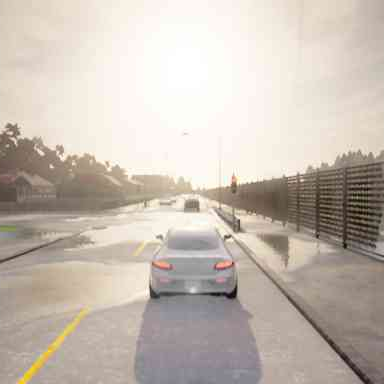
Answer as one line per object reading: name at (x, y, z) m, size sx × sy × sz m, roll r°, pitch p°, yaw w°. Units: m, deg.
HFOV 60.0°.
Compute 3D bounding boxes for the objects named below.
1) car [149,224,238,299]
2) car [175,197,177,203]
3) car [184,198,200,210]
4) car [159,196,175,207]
car at (0.034, 1.528, 8.353) m, size 1.812 × 1.442 × 4.674 m, roll 0°, pitch 0°, yaw 0°
car at (-4.168, 1.563, 68.872) m, size 2.033 × 1.411 × 5.357 m, roll 0°, pitch 0°, yaw 0°
car at (-0.006, 1.491, 43.684) m, size 1.882 × 1.535 × 5.008 m, roll 0°, pitch 0°, yaw 0°
car at (-4.215, 1.563, 53.168) m, size 2.033 × 1.411 × 5.357 m, roll 0°, pitch 0°, yaw 0°
